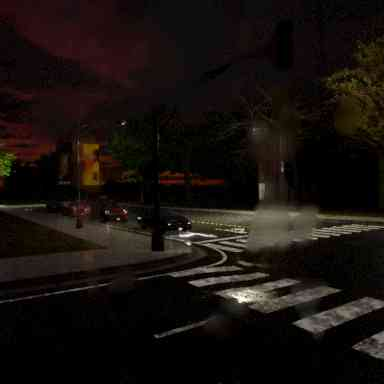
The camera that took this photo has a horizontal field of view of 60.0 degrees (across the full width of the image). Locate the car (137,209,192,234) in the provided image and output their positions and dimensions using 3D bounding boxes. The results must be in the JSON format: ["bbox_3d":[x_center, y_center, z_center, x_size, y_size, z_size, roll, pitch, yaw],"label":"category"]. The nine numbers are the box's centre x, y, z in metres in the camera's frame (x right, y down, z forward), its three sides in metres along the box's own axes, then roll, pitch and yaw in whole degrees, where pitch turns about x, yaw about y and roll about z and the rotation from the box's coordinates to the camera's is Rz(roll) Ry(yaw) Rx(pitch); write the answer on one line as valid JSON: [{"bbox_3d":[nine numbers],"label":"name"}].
[{"bbox_3d":[-2.002,1.819,22.046,2.033,1.411,5.357,-1,0,-29],"label":"car"}]

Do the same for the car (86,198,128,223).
[{"bbox_3d":[-7.500,1.717,29.798,2.097,1.767,4.553,-1,0,-35],"label":"car"}]

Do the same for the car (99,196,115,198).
[{"bbox_3d":[-13.811,1.782,50.373,2.097,1.767,4.553,-1,0,-35],"label":"car"}]

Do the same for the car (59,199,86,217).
[{"bbox_3d":[-13.110,1.812,37.817,2.097,1.767,4.553,-1,0,-35],"label":"car"}]

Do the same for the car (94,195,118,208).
[{"bbox_3d":[-15.054,1.653,57.916,2.150,2.045,5.566,-1,0,-35],"label":"car"}]

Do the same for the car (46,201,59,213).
[{"bbox_3d":[-18.867,2.035,46.121,1.882,1.535,5.008,-1,0,-35],"label":"car"}]

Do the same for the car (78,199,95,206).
[{"bbox_3d":[-21.172,2.100,66.661,1.994,1.385,4.181,-1,0,-35],"label":"car"}]

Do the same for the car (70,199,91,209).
[{"bbox_3d":[-19.674,2.079,58.683,2.033,1.411,5.357,-1,0,-35],"label":"car"}]
